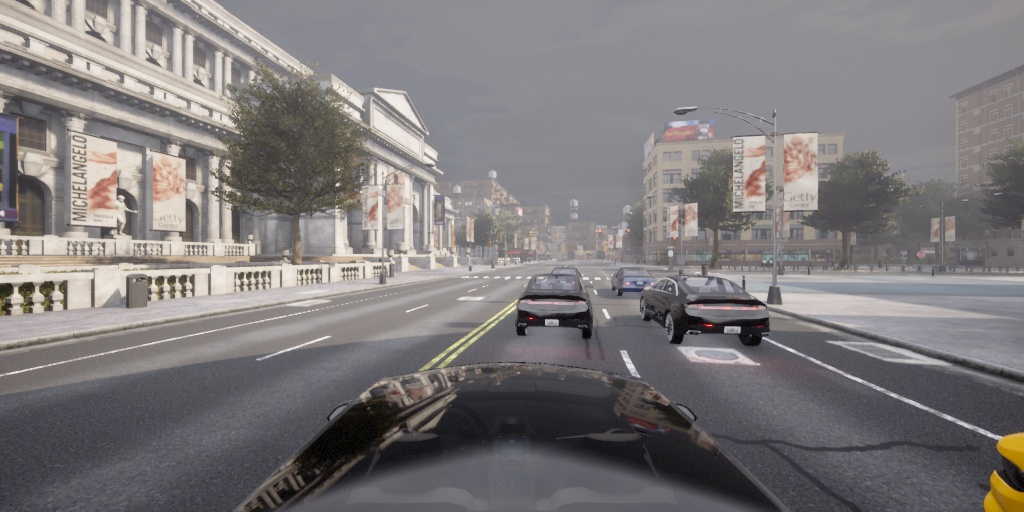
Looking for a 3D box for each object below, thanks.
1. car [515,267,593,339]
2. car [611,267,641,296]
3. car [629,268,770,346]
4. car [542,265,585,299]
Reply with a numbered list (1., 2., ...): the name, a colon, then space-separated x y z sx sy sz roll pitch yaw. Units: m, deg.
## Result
1. car: 1.259 1.242 10.222 2.128 1.511 4.902 0 0 9
2. car: 6.374 1.297 19.058 2.033 1.411 5.357 0 0 11
3. car: 4.695 1.242 9.450 2.128 1.511 4.902 0 0 9
4. car: 2.924 1.297 19.700 2.033 1.411 5.357 0 0 11
